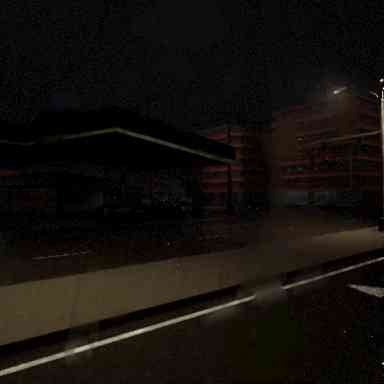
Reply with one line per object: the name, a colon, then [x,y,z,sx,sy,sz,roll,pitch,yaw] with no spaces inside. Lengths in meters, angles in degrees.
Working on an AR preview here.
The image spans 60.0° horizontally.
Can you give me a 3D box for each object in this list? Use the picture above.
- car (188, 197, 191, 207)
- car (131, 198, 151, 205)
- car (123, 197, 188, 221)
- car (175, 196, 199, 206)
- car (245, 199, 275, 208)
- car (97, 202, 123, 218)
car: [-0.667,1.823,57.564,2.128,1.511,4.902,0,-1,-39]
car: [-10.682,1.956,69.995,1.882,1.535,5.008,0,0,-39]
car: [-3.050,1.495,28.487,4.611,1.667,2.242,0,0,-38]
car: [-0.982,1.720,63.732,2.097,1.767,4.553,0,0,-39]
car: [10.181,1.752,49.915,1.895,1.301,4.718,0,0,-39]
car: [-7.199,1.730,32.529,3.806,1.475,1.970,0,0,-38]
